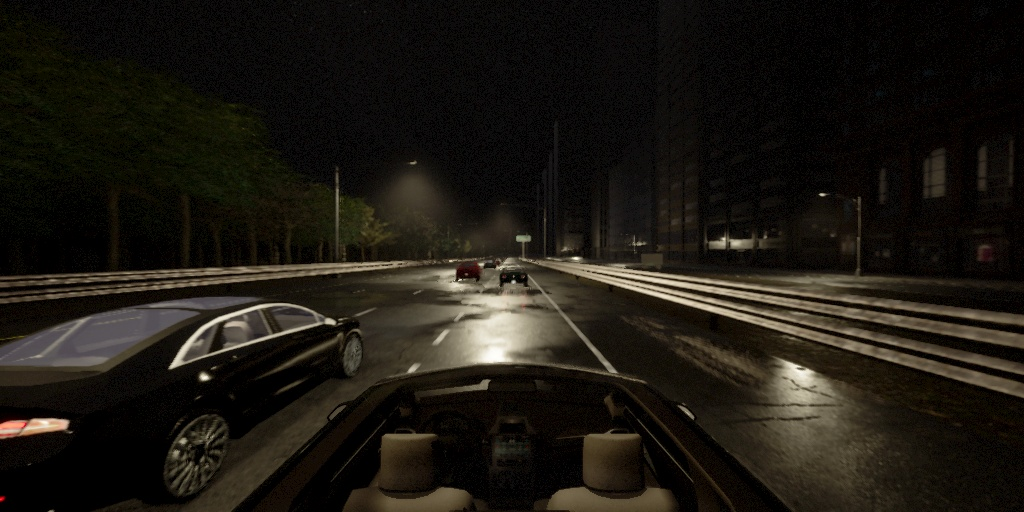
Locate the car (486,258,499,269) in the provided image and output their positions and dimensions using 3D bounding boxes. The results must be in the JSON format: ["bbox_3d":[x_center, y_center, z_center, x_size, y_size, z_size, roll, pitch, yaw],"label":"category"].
[{"bbox_3d":[-3.627,1.439,60.050,1.994,1.385,4.181,0,0,0],"label":"car"}]

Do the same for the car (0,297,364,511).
[{"bbox_3d":[-3.498,1.245,4.375,2.128,1.511,4.902,0,0,0],"label":"car"}]

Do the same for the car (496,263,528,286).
[{"bbox_3d":[0.100,1.382,25.488,1.895,1.301,4.718,0,0,0],"label":"car"}]

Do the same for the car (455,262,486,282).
[{"bbox_3d":[-3.518,1.270,30.042,1.882,1.535,5.008,0,0,0],"label":"car"}]
